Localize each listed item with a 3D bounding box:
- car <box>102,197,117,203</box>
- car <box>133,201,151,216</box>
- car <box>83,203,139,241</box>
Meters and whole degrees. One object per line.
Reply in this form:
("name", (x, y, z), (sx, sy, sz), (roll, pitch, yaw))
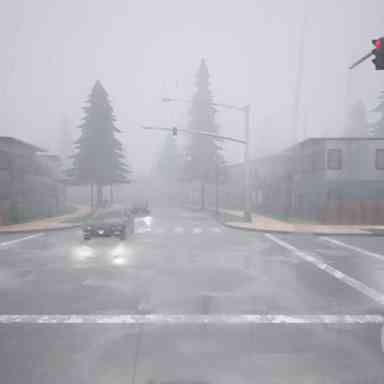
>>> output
("car", (-14.850, 1.513, 57.825), (2.033, 1.411, 5.357), (0, 0, -34))
("car", (-5.000, 1.566, 32.314), (1.895, 1.301, 4.718), (0, 0, -9))
("car", (-3.969, 1.483, 16.528), (1.837, 1.490, 4.892), (0, 0, -3))
